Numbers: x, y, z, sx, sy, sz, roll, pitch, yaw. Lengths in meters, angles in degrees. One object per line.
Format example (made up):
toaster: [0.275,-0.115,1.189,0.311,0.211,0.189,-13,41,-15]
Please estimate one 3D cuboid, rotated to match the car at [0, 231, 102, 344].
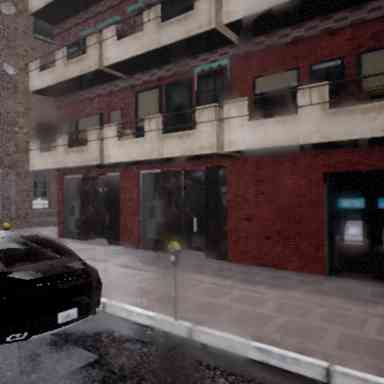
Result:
car: [-3.716,1.481,6.086,4.892,1.490,1.837,0,0,36]
